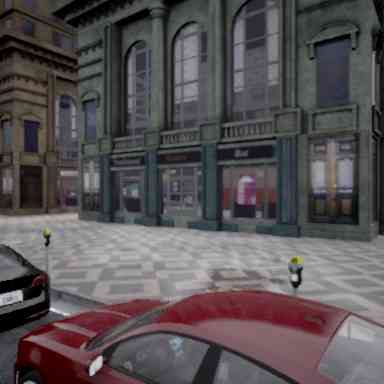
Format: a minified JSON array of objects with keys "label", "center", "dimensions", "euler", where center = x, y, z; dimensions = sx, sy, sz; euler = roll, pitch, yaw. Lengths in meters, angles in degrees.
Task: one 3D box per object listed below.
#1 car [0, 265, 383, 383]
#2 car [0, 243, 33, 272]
[{"label":"car","center":[0.263,1.548,2.772],"dimensions":[4.507,1.381,1.887],"euler":[0,0,35]},{"label":"car","center":[-4.326,1.581,6.045],"dimensions":[4.313,1.339,1.947],"euler":[0,0,35]}]
